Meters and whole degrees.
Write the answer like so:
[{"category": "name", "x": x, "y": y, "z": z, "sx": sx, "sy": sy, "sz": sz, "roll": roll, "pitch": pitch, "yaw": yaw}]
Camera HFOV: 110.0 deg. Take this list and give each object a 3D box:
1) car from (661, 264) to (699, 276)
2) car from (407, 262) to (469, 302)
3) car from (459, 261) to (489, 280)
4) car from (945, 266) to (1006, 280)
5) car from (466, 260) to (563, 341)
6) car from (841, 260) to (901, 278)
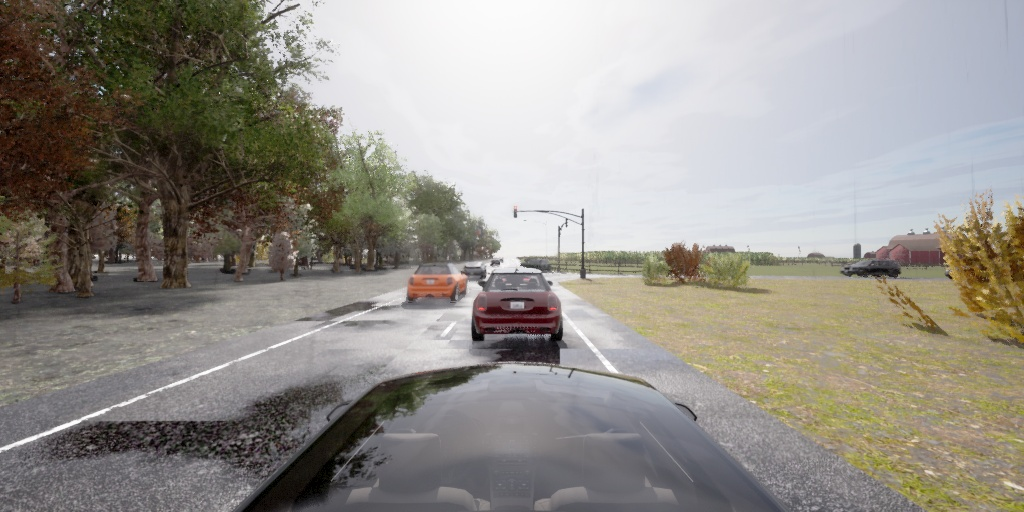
[{"category": "car", "x": 19.243, "y": 1.580, "z": 41.398, "sx": 4.181, "sy": 1.385, "sz": 1.994, "roll": 1, "pitch": -1, "yaw": 0}, {"category": "car", "x": -3.373, "y": 1.105, "z": 16.972, "sx": 2.097, "sy": 1.767, "sz": 4.553, "roll": 0, "pitch": 0, "yaw": 0}, {"category": "car", "x": -3.347, "y": 1.249, "z": 32.596, "sx": 2.128, "sy": 1.511, "sz": 4.902, "roll": 0, "pitch": 0, "yaw": 0}, {"category": "car", "x": 48.571, "y": 1.768, "z": 37.579, "sx": 4.902, "sy": 1.511, "sz": 2.128, "roll": 1, "pitch": -1, "yaw": 1}, {"category": "car", "x": 0.110, "y": 1.104, "z": 10.017, "sx": 2.097, "sy": 1.767, "sz": 4.553, "roll": 0, "pitch": 0, "yaw": 0}, {"category": "car", "x": 41.252, "y": 1.478, "z": 41.254, "sx": 5.566, "sy": 2.045, "sz": 2.150, "roll": 1, "pitch": -1, "yaw": 1}]
